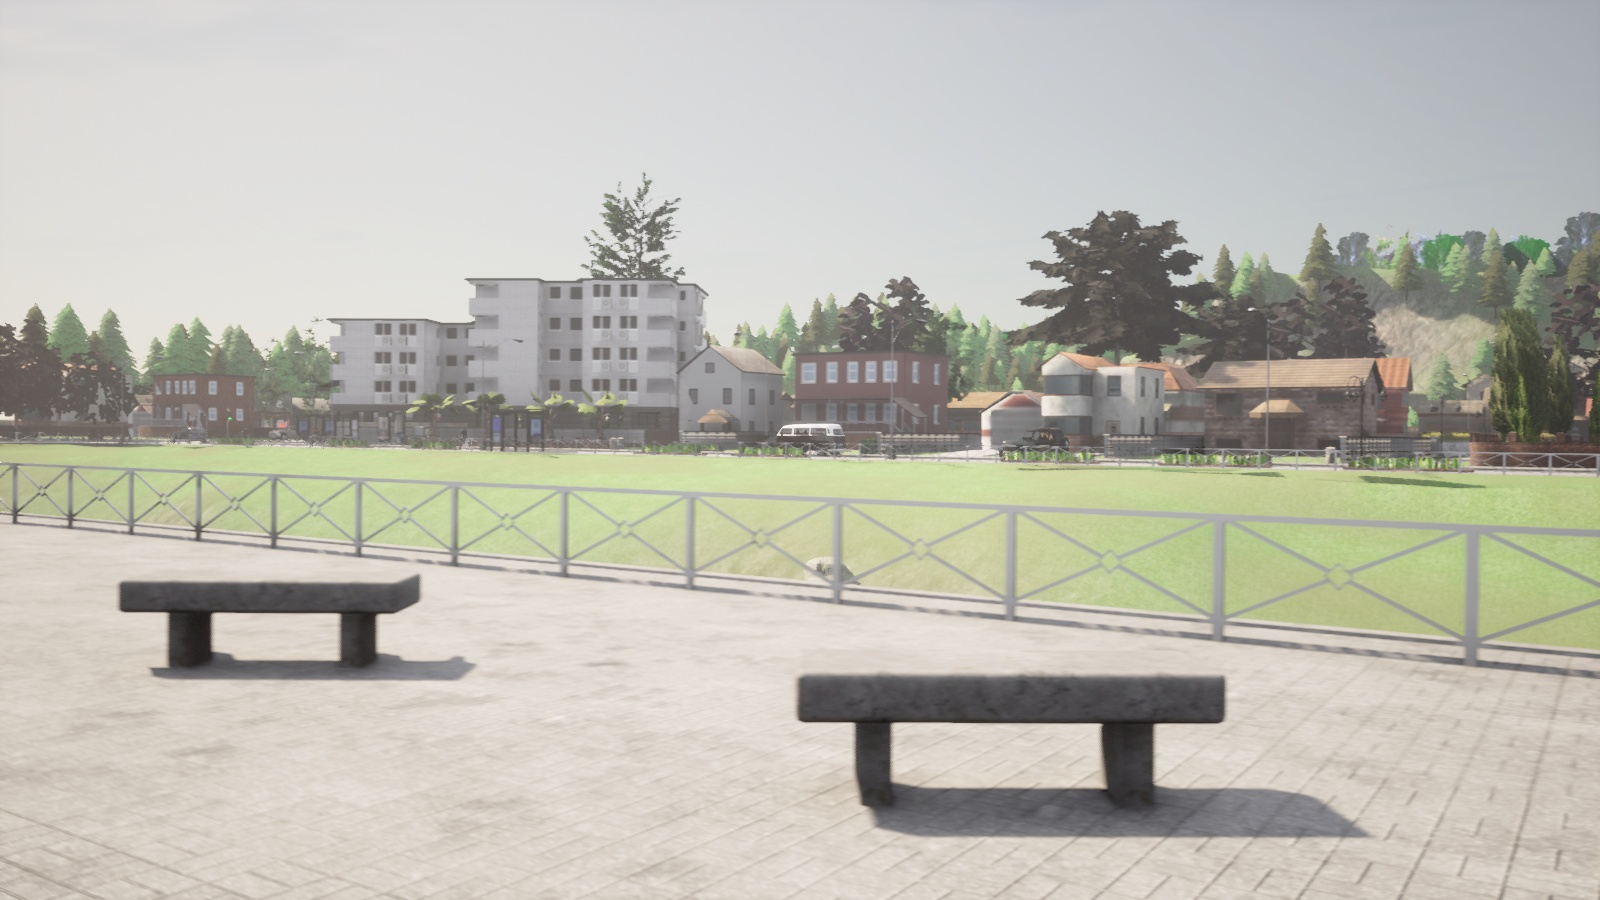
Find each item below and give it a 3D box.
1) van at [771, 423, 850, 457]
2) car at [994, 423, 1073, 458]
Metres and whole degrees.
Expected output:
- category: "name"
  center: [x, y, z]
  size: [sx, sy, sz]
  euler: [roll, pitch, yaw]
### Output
- category: "van"
  center: [0.629, -0.613, 77.861]
  size: [4.480, 2.038, 2.069]
  euler: [0, 1, 34]
- category: "car"
  center: [12.945, -0.541, 69.676]
  size: [3.866, 1.878, 1.905]
  euler: [0, 1, 34]
